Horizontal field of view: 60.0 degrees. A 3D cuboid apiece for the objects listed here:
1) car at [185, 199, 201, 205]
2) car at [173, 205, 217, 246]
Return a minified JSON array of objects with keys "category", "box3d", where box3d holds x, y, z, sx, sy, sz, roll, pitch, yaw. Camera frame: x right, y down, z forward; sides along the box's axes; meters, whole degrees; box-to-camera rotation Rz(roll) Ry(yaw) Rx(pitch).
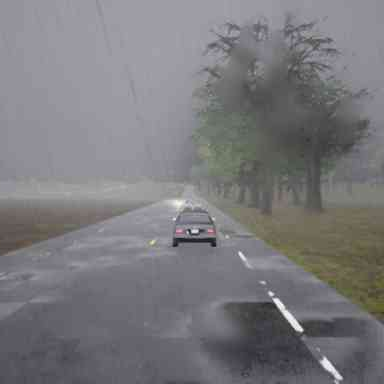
[{"category":"car","box3d":[0.112,1.518,38.720,1.895,1.301,4.718,0,0,0]},{"category":"car","box3d":[0.103,1.539,15.163,2.033,1.411,5.357,0,0,0]}]
